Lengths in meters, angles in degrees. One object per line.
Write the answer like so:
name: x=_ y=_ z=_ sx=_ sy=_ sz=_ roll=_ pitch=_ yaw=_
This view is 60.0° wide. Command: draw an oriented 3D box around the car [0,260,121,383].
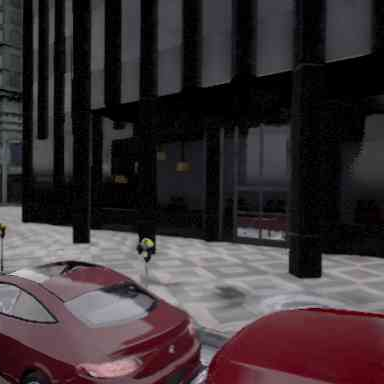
car: x=-1.845 y=1.574 z=4.283 sx=4.206 sy=1.307 sz=1.802 roll=0 pitch=1 yaw=35

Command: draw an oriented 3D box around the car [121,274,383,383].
car: x=2.293 y=1.318 z=1.323 sx=5.009 sy=1.841 sz=2.192 roll=0 pitch=1 yaw=35
